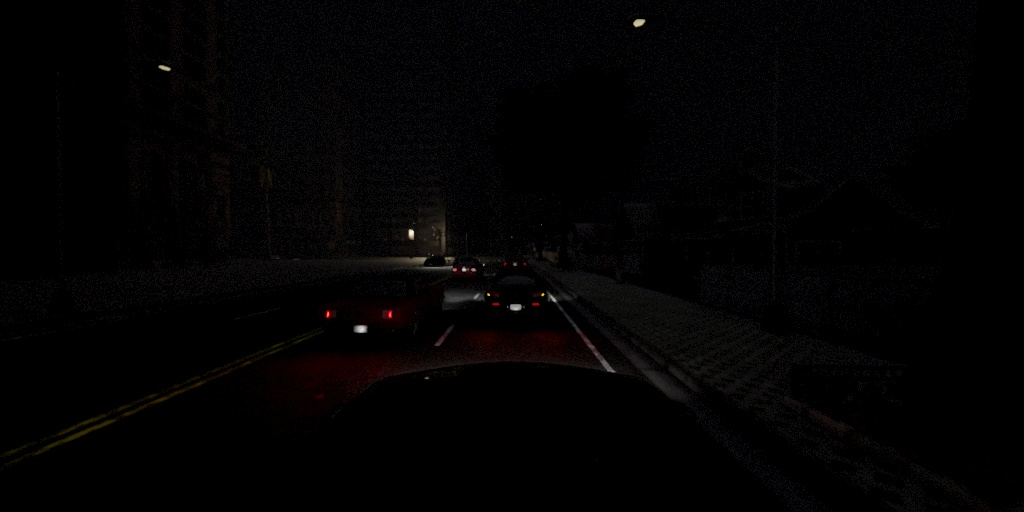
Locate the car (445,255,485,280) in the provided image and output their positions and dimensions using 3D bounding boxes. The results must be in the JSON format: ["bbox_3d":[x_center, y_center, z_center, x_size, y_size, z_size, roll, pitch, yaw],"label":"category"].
[{"bbox_3d":[-3.037,0.897,25.454,2.033,1.411,5.357,0,1,1],"label":"car"}]

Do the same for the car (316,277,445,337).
[{"bbox_3d":[-3.140,1.210,9.738,1.895,1.301,4.718,0,1,1],"label":"car"}]

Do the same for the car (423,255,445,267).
[{"bbox_3d":[-9.576,0.590,44.843,2.033,1.411,5.357,0,1,0],"label":"car"}]

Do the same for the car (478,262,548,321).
[{"bbox_3d":[0.129,1.106,11.525,1.812,1.442,4.674,0,1,1],"label":"car"}]

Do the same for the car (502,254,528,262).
[{"bbox_3d":[0.261,0.630,30.084,2.097,1.767,4.553,0,1,1],"label":"car"}]
